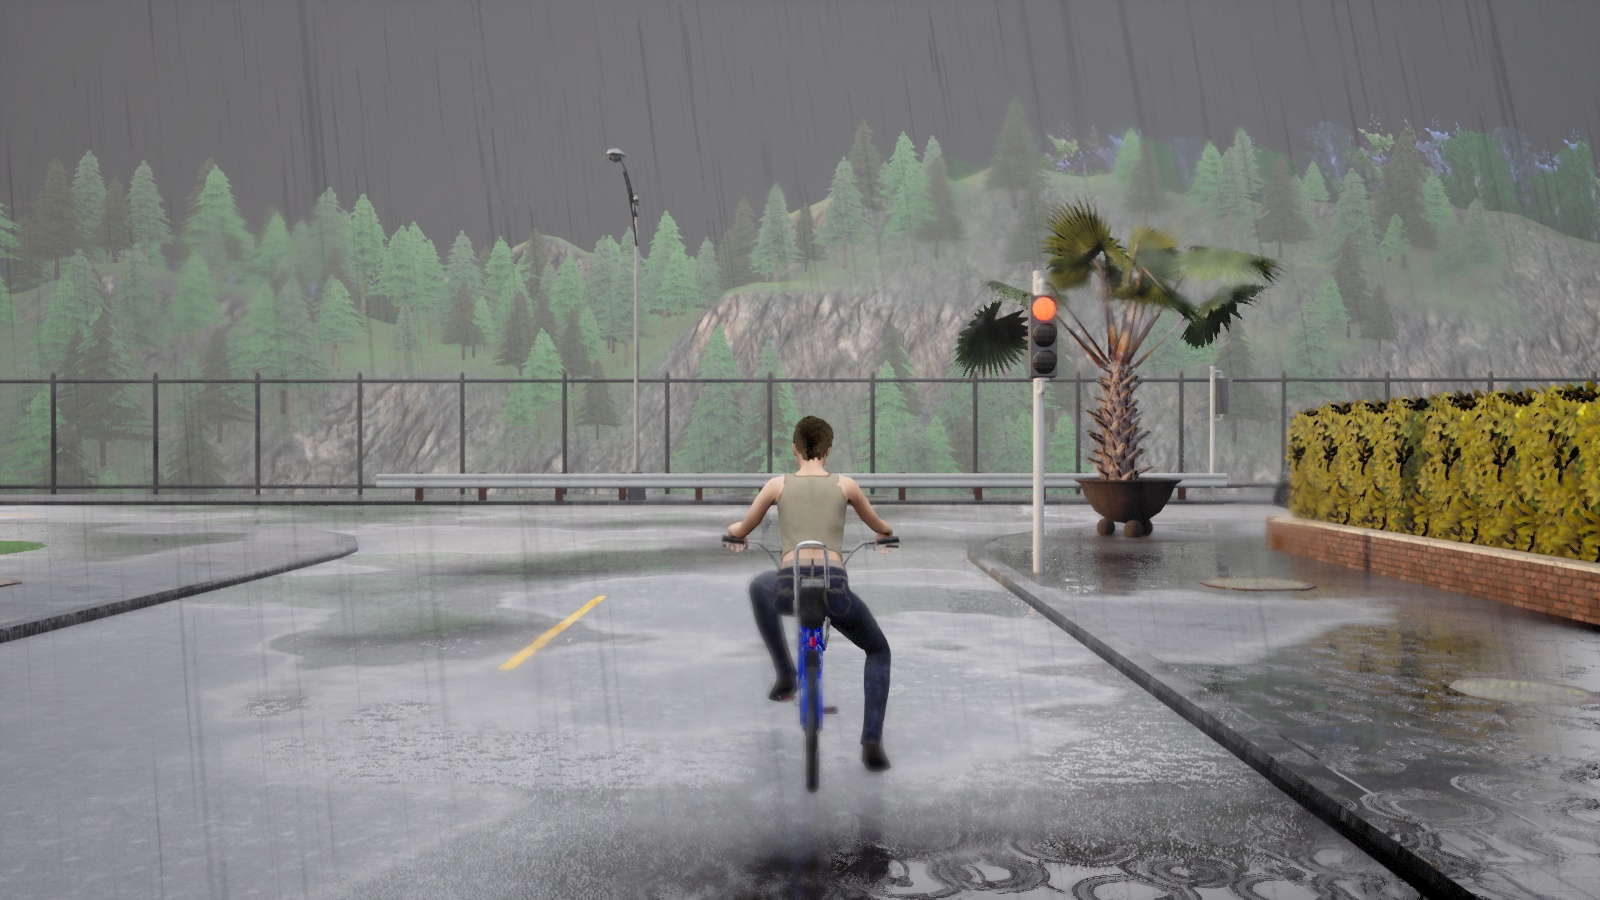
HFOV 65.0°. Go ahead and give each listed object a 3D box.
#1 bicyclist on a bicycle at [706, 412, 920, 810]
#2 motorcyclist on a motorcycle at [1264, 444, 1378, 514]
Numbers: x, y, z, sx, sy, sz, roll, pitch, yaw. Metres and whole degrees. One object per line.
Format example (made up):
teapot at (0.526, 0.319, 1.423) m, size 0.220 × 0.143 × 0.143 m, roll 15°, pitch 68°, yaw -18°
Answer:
bicyclist on a bicycle at (0.052, 0.649, 5.849) m, size 0.866 × 1.612 × 1.509 m, roll 0°, pitch 0°, yaw 0°
motorcyclist on a motorcycle at (11.598, 0.630, 28.011) m, size 2.191 × 1.530 × 0.866 m, roll 0°, pitch 0°, yaw 0°
